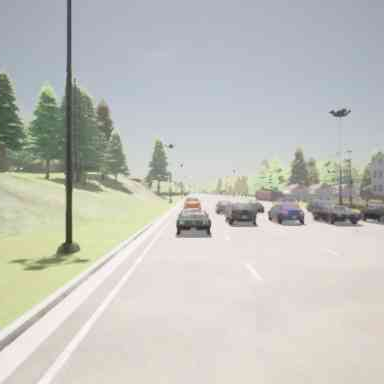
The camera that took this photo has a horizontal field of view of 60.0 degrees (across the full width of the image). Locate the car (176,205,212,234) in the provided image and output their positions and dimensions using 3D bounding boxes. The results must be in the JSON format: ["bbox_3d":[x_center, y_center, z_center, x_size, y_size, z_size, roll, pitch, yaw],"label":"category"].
[{"bbox_3d":[0.088,1.631,19.439,1.895,1.301,4.718,0,0,0],"label":"car"}]

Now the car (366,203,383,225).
[{"bbox_3d":[13.988,1.526,24.256,2.128,1.511,4.902,0,0,0],"label":"car"}]

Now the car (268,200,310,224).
[{"bbox_3d":[6.991,1.562,24.957,1.812,1.442,4.674,0,0,0],"label":"car"}]

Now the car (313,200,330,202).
[{"bbox_3d":[13.993,1.599,36.115,2.033,1.411,5.357,0,0,0],"label":"car"}]

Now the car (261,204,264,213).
[{"bbox_3d":[7.018,1.623,38.623,1.994,1.385,4.181,0,0,1],"label":"car"}]

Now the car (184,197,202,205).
[{"bbox_3d":[0.070,1.414,40.495,2.097,1.767,4.553,0,0,0],"label":"car"}]

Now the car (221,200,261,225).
[{"bbox_3d":[3.490,1.515,24.473,1.882,1.535,5.008,0,0,0],"label":"car"}]

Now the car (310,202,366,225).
[{"bbox_3d":[10.488,1.636,24.599,1.895,1.301,4.718,0,0,0],"label":"car"}]

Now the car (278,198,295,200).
[{"bbox_3d":[10.510,1.406,37.773,2.097,1.767,4.553,0,0,0],"label":"car"}]

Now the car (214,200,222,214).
[{"bbox_3d":[3.495,1.603,36.414,2.033,1.411,5.357,0,0,0],"label":"car"}]
